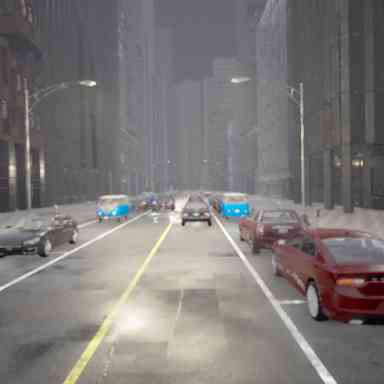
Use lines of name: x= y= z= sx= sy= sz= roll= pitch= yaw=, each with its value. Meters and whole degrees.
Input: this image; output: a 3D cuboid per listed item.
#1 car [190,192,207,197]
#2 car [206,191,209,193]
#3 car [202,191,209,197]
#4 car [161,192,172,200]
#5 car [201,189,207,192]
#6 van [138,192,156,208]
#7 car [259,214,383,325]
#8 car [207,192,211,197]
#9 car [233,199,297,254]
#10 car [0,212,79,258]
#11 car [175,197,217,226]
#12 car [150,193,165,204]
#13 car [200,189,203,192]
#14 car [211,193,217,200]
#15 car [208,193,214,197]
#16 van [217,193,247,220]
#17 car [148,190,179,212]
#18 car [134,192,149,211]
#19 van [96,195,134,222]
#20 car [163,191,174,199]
car: x=0.419 y=1.028 z=40.534 sx=1.994 sy=1.385 sz=4.181 roll=-1 pitch=1 yaw=1
car: x=3.145 y=0.866 z=46.245 sx=1.752 sy=1.417 sz=4.829 roll=-1 pitch=1 yaw=0
car: x=3.444 y=0.449 z=85.334 sx=1.802 sy=1.307 sz=4.206 roll=-1 pitch=1 yaw=0
car: x=-5.208 y=0.795 z=68.570 sx=1.947 sy=1.339 sz=4.313 roll=-1 pitch=1 yaw=0
car: x=3.315 y=0.620 z=68.508 sx=2.008 sy=1.369 sz=4.403 roll=-1 pitch=1 yaw=0
van: x=-5.426 y=0.915 z=40.523 sx=1.690 sy=1.788 sz=3.998 roll=-1 pitch=1 yaw=0
car: x=2.845 y=1.401 z=6.815 sx=1.887 sy=1.381 sz=4.507 roll=-1 pitch=1 yaw=0
car: x=3.102 y=0.938 z=40.636 sx=1.752 sy=1.417 sz=4.829 roll=-1 pitch=1 yaw=0
car: x=2.886 y=1.222 z=12.422 sx=1.967 sy=1.590 sz=4.097 roll=-1 pitch=1 yaw=0
car: x=-5.636 y=1.492 z=12.481 sx=2.008 sy=1.369 sz=4.403 roll=-1 pitch=1 yaw=0
car: x=0.275 y=1.266 z=21.105 sx=2.033 sy=1.411 sz=5.357 roll=-1 pitch=1 yaw=1
car: x=-5.339 y=0.960 z=51.573 sx=1.752 sy=1.417 sz=4.829 roll=-1 pitch=1 yaw=0
car: x=3.398 y=0.374 z=79.724 sx=1.967 sy=1.590 sz=4.097 roll=-1 pitch=1 yaw=0
car: x=3.016 y=1.106 z=29.249 sx=1.887 sy=1.381 sz=4.507 roll=-1 pitch=1 yaw=0
car: x=3.059 y=1.054 z=34.858 sx=1.947 sy=1.339 sz=4.313 roll=-1 pitch=1 yaw=0
van: x=2.969 y=0.976 z=23.638 sx=1.690 sy=1.788 sz=3.998 roll=-1 pitch=1 yaw=0
car: x=-2.722 y=0.975 z=32.858 sx=2.097 sy=1.767 sz=4.553 roll=-1 pitch=1 yaw=0
car: x=-5.467 y=1.088 z=34.916 sx=1.967 sy=1.590 sz=4.097 roll=-1 pitch=1 yaw=0
van: x=-5.554 y=1.136 z=23.696 sx=1.690 sy=1.788 sz=3.998 roll=-1 pitch=1 yaw=0
car: x=-5.168 y=0.601 z=74.178 sx=1.967 sy=1.590 sz=4.097 roll=-1 pitch=1 yaw=0
